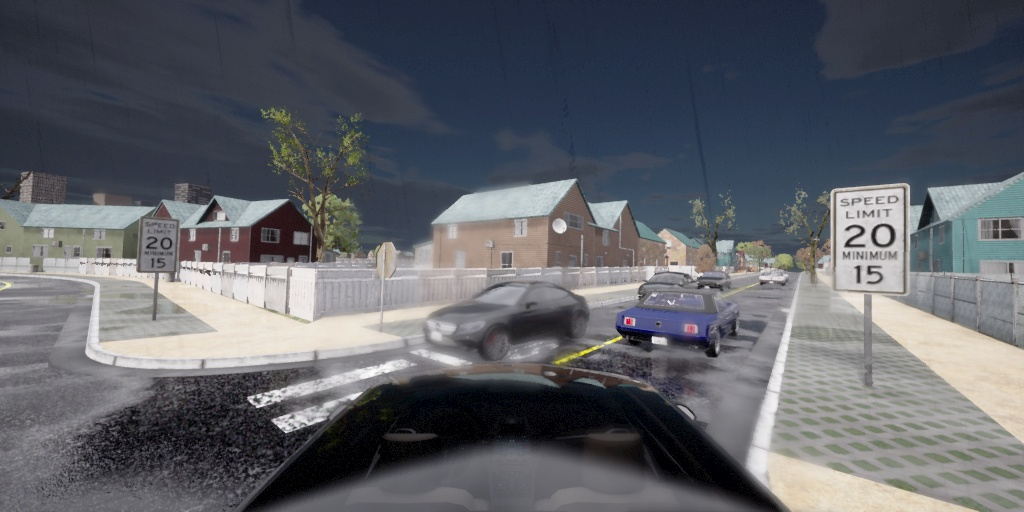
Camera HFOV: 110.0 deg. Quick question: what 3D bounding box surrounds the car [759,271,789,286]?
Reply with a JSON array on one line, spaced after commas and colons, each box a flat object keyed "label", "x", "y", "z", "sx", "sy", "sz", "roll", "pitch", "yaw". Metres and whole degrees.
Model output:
[{"label": "car", "x": 24.764, "y": 2.130, "z": 33.981, "sx": 1.895, "sy": 1.301, "sz": 4.718, "roll": 0, "pitch": -1, "yaw": 39}]

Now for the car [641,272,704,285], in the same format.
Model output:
[{"label": "car", "x": 7.754, "y": 1.546, "z": 17.651, "sx": 1.837, "sy": 1.490, "sz": 4.892, "roll": 0, "pitch": -1, "yaw": 39}]

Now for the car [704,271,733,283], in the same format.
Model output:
[{"label": "car", "x": 15.051, "y": 1.818, "z": 26.629, "sx": 2.033, "sy": 1.411, "sz": 5.357, "roll": 0, "pitch": -1, "yaw": 39}]

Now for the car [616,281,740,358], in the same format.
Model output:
[{"label": "car", "x": 4.409, "y": 1.481, "z": 9.016, "sx": 1.895, "sy": 1.301, "sz": 4.718, "roll": 0, "pitch": -1, "yaw": 39}]

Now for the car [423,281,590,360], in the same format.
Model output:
[{"label": "car", "x": 0.142, "y": 1.335, "z": 8.614, "sx": 1.812, "sy": 1.442, "sz": 4.674, "roll": 0, "pitch": -1, "yaw": 43}]
